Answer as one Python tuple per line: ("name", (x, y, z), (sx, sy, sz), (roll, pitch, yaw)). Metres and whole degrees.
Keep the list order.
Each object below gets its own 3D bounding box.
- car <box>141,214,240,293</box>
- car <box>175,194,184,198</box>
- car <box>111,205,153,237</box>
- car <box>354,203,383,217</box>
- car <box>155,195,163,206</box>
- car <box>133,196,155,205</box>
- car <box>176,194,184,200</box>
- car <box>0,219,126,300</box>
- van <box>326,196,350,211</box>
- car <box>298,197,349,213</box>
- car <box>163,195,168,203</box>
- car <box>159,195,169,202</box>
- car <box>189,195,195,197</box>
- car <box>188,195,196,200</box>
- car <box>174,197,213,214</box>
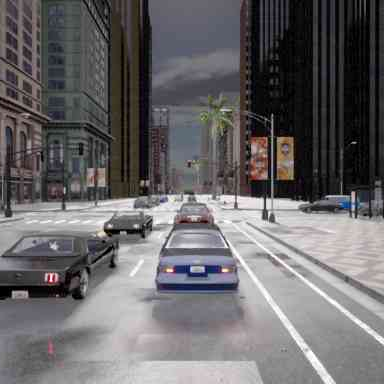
("car", (0.100, 1.547, 8.963), (2.033, 1.411, 5.357), (0, 0, 0))
("car", (-3.271, 1.521, 80.402), (1.812, 1.442, 4.674), (0, 0, 0))
("car", (-3.159, 1.600, 17.503), (1.895, 1.301, 4.718), (0, 0, 0))
("car", (17.064, 1.548, 29.613), (4.403, 1.369, 2.008), (0, 0, 0))
("car", (-6.596, 1.508, 56.628), (1.837, 1.490, 4.892), (0, 0, 0))
("car", (-6.606, 1.353, 44.761), (2.097, 1.767, 4.553), (0, 0, 0))
("car", (-3.274, 1.315, 90.405), (1.882, 1.535, 5.008), (0, 0, 0))
("car", (-3.151, 1.600, 8.335), (1.895, 1.301, 4.718), (0, 0, 0))
("van", (17.057, 1.314, 38.137), (3.998, 1.788, 1.690), (0, 0, 0))
("car", (13.729, 1.509, 35.471), (4.674, 1.442, 1.812), (0, 0, 2))
("car", (-6.530, 1.480, 67.540), (1.882, 1.535, 5.008), (0, 0, 0))
("car", (-6.520, 1.528, 77.713), (1.812, 1.442, 4.674), (0, 0, 0))
("car", (-0.019, 1.528, 77.089), (1.812, 1.442, 4.674), (0, 0, 0))
("car", (-0.024, 1.545, 91.476), (2.033, 1.411, 5.357), (0, 0, 0))
("car", (0.115, 1.352, 18.406), (2.097, 1.767, 4.553), (0, 0, 0))
